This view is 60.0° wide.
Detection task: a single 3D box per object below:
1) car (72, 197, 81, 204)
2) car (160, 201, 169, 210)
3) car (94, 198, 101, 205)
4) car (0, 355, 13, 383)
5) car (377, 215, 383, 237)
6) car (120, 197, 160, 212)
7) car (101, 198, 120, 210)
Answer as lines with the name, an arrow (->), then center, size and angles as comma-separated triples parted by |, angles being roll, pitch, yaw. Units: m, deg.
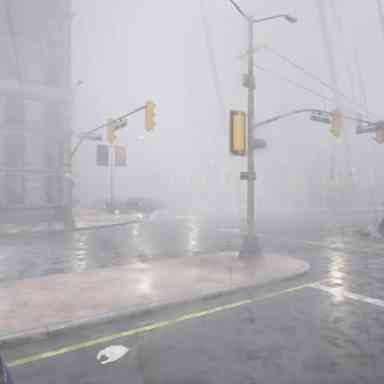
car -> -21.833, 1.601, 60.707 | 1.895, 1.301, 4.718 | 0, 0, -35
car -> -5.107, 1.547, 43.145 | 2.033, 1.411, 5.357 | 0, 0, -36
car -> -15.218, 1.601, 57.368 | 1.895, 1.301, 4.718 | 0, 0, -35
car -> -3.723, 1.221, 1.096 | 5.566, 2.045, 2.150 | 0, 0, -35
car -> 11.068, 1.352, 14.993 | 2.097, 1.767, 4.553 | 0, 0, -36
car -> -6.079, 1.352, 38.522 | 2.097, 1.767, 4.553 | 0, 0, -36
car -> -9.966, 1.525, 44.073 | 1.812, 1.442, 4.674 | 0, 0, -36
